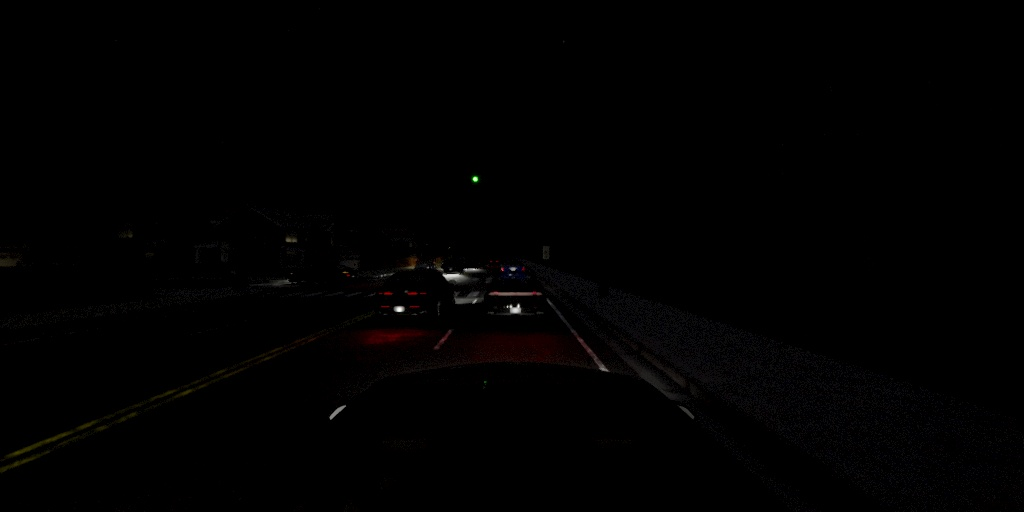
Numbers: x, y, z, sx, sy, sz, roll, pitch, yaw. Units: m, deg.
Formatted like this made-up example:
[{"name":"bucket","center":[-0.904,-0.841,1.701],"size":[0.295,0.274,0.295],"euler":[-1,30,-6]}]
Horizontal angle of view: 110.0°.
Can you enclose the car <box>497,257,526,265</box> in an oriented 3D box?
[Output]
[{"name":"car","center":[0.086,1.071,29.231],"size":[2.097,1.767,4.553],"euler":[0,0,0]}]

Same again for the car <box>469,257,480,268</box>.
[{"name":"car","center":[-6.598,1.271,56.909],"size":[1.895,1.301,4.718],"euler":[0,0,0]}]

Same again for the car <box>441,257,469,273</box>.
[{"name":"car","center":[-6.610,1.190,41.249],"size":[2.128,1.511,4.902],"euler":[0,0,0]}]

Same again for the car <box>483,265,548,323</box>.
[{"name":"car","center":[0.094,1.231,11.996],"size":[2.128,1.511,4.902],"euler":[0,0,0]}]

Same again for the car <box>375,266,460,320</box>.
[{"name":"car","center":[-3.155,1.243,12.441],"size":[1.837,1.490,4.892],"euler":[0,0,0]}]

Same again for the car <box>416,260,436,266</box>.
[{"name":"car","center":[-9.856,1.225,41.090],"size":[1.812,1.442,4.674],"euler":[0,0,0]}]

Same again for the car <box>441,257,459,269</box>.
[{"name":"car","center":[-9.842,1.021,56.959],"size":[2.097,1.767,4.553],"euler":[0,0,0]}]

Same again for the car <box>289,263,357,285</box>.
[{"name":"car","center":[-13.476,1.257,25.649],"size":[4.674,1.442,1.812],"euler":[0,0,9]}]
